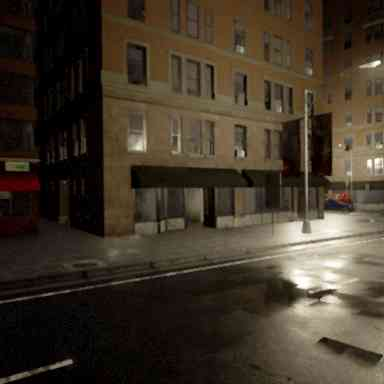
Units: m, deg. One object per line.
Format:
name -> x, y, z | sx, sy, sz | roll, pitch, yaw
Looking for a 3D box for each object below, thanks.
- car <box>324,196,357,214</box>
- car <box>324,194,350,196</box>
car -> 15.024, 1.443, 35.357 | 1.812, 1.442, 4.674 | -1, 1, -43
car -> 17.293, 1.137, 41.311 | 2.192, 1.841, 5.009 | 0, 1, -44
